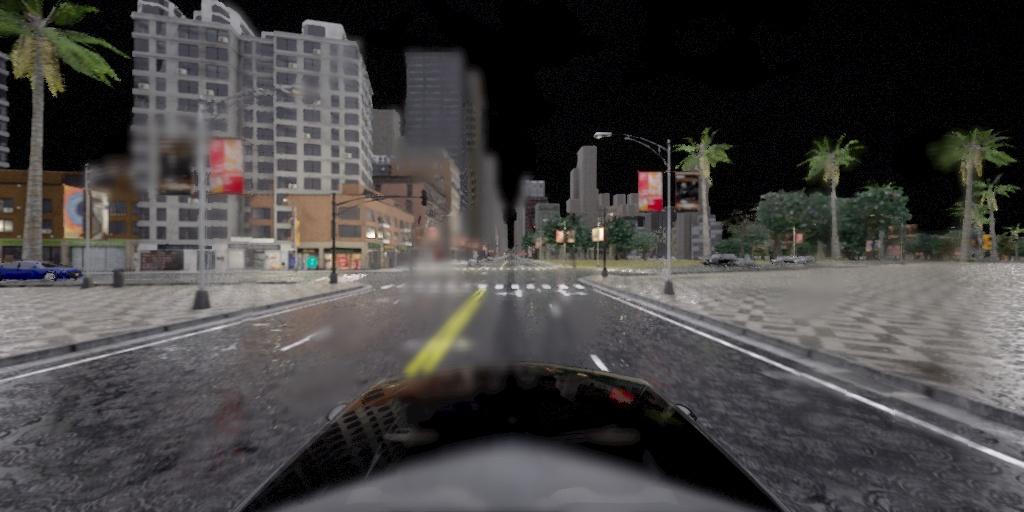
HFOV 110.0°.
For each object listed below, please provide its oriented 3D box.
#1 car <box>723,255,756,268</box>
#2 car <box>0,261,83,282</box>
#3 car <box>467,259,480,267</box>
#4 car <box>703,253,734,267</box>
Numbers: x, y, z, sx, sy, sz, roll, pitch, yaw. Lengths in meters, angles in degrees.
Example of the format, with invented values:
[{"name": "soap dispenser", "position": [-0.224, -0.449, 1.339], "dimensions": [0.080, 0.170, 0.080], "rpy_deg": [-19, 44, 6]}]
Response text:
[{"name": "car", "position": [33.863, 0.976, 52.919], "dimensions": [4.181, 1.385, 1.994], "rpy_deg": [-1, 0, -23]}, {"name": "car", "position": [-35.320, 1.129, 26.562], "dimensions": [5.008, 1.535, 1.882], "rpy_deg": [0, 0, -13]}, {"name": "car", "position": [-6.651, 1.213, 62.561], "dimensions": [1.812, 1.442, 4.674], "rpy_deg": [0, 1, 0]}, {"name": "car", "position": [32.360, 0.632, 55.789], "dimensions": [5.566, 2.045, 2.150], "rpy_deg": [-1, 0, -23]}]
